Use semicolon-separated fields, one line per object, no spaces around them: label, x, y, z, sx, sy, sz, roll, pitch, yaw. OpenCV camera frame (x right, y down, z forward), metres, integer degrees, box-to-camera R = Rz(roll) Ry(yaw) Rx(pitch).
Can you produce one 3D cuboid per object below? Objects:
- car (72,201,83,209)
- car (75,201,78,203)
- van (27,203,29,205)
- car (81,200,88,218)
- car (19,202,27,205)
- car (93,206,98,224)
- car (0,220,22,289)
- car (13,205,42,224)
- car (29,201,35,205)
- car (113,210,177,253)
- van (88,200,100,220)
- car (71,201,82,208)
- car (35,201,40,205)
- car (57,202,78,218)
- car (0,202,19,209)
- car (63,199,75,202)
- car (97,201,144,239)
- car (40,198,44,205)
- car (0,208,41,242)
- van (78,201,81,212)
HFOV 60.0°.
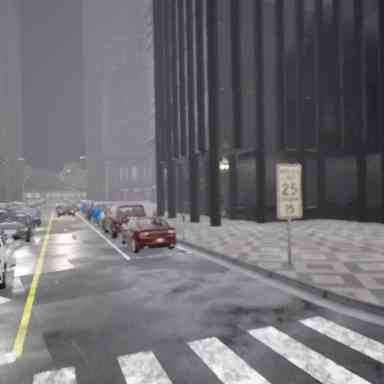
car;-22.996;2.536;66.670;1.947;1.339;4.313;-2;0;-22
car;-17.145;2.345;52.202;1.802;1.307;4.206;-2;0;-22
van;-22.815;2.206;43.467;1.690;1.788;3.998;-2;0;-22
car;-9.694;1.810;33.822;2.192;1.841;5.009;-2;0;-22
car;-20.980;2.239;38.937;1.967;1.590;4.097;-2;0;-22
car;-5.881;1.938;24.385;1.802;1.307;4.206;-2;0;-22
car;-6.273;1.821;9.728;1.812;1.442;4.674;-1;0;-23
car;-13.628;2.091;27.923;1.812;1.442;4.674;-1;0;-22
car;-26.542;2.438;52.691;1.967;1.590;4.097;-2;0;-22
car;-2.079;1.761;14.949;1.887;1.381;4.507;-2;0;-22
van;-7.792;1.767;29.104;1.690;1.788;3.998;-2;0;-22
car;-24.947;2.602;71.494;1.947;1.339;4.313;-2;0;-22
car;-32.586;2.754;67.648;1.887;1.381;4.507;-2;0;-22
car;-14.588;2.239;38.616;1.895;1.301;4.718;-1;0;-21
car;-17.321;1.981;29.878;2.192;1.841;5.009;-2;0;-22
car;-18.492;2.256;48.185;1.882;1.535;5.008;-1;0;-22
car;-3.989;1.601;19.667;2.192;1.841;5.009;-2;0;-22
car;-38.633;2.958;82.603;2.008;1.369;4.403;-2;0;-22
car;-9.784;1.916;18.390;2.128;1.511;4.902;-1;0;-22
van;-13.497;1.974;43.258;1.690;1.788;3.998;-2;0;-22
